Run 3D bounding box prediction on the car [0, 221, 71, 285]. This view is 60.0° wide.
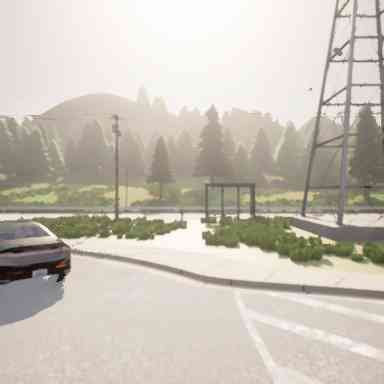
[{"bbox_3d":[-4.928,1.509,8.757,2.128,1.511,4.902,0,0,-45],"label":"car"}]
